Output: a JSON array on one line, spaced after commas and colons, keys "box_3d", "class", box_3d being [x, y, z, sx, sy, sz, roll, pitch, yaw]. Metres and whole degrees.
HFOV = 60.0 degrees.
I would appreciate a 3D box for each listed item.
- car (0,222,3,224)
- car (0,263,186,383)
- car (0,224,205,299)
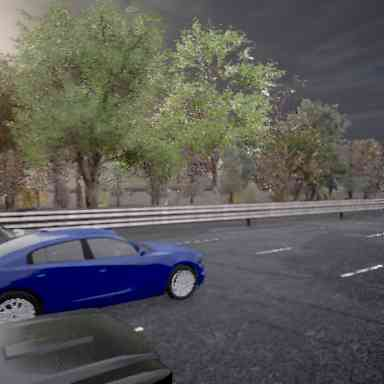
[{"box_3d": [-5.571, 1.338, 8.427, 4.553, 1.767, 2.097, 0, 0, -34], "class": "car"}, {"box_3d": [-2.416, 1.603, 2.112, 4.718, 1.301, 1.895, 0, 0, -34], "class": "car"}, {"box_3d": [-2.031, 1.457, 6.603, 5.008, 1.535, 1.882, 0, 0, -34], "class": "car"}]
